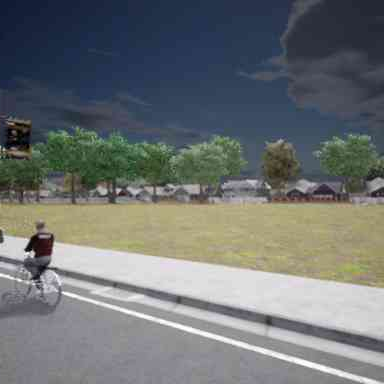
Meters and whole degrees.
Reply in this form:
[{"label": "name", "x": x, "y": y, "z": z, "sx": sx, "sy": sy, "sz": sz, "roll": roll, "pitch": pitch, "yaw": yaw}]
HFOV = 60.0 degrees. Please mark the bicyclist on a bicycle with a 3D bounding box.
[{"label": "bicyclist on a bicycle", "x": -3.346, "y": 1.474, "z": 7.117, "sx": 1.843, "sy": 1.776, "sz": 0.659, "roll": -1, "pitch": -1, "yaw": 36}]
